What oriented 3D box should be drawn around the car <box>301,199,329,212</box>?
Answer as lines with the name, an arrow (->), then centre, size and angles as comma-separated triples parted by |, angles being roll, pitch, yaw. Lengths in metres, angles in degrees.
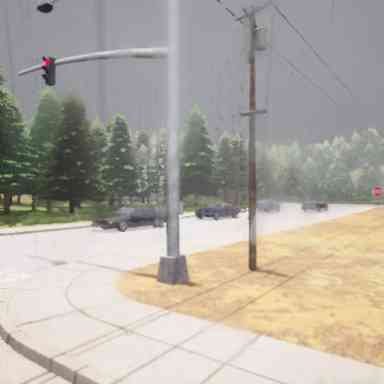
car -> 14.374, 1.572, 38.894 | 2.033, 1.411, 5.357 | 0, 0, 37

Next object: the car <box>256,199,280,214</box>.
car -> 8.252, 1.550, 36.822 | 1.812, 1.442, 4.674 | 0, 0, 37

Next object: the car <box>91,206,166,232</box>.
car -> -3.639, 1.572, 20.830 | 2.033, 1.411, 5.357 | 0, 0, 37

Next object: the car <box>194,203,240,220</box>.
car -> 2.235, 1.625, 28.741 | 1.895, 1.301, 4.718 | 0, 0, 37
